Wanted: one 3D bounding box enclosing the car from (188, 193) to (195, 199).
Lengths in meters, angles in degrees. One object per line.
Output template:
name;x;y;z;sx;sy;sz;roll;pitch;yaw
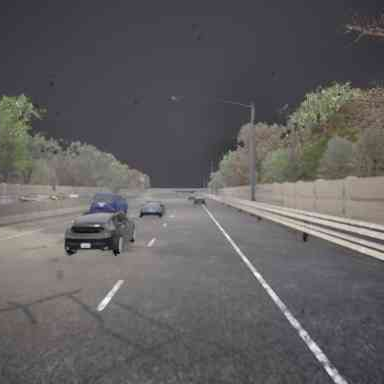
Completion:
car;-0.036;1.125;87.692;1.837;1.490;4.892;0;0;0

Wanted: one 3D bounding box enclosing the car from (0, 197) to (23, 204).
car;-21.099;1.354;39.130;2.128;1.511;4.902;0;0;0

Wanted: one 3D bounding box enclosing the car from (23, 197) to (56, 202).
car;-17.600;1.338;39.581;1.882;1.535;5.008;0;0;0

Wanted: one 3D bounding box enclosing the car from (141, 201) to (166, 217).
car;-3.411;1.459;29.510;1.994;1.385;4.181;0;0;0

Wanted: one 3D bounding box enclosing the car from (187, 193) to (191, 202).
car;-0.030;1.282;71.566;1.837;1.490;4.892;0;0;0

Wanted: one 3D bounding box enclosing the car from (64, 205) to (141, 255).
car;-3.405;1.457;13.058;1.837;1.490;4.892;0;0;0

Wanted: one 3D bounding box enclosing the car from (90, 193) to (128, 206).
car;-6.915;1.122;28.107;2.150;2.045;5.566;0;0;0

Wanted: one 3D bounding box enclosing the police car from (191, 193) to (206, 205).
police car;1.203;1.254;52.909;1.930;1.638;5.238;0;0;0
